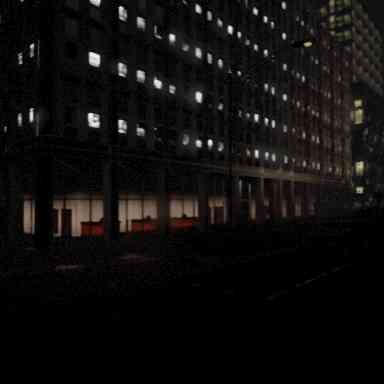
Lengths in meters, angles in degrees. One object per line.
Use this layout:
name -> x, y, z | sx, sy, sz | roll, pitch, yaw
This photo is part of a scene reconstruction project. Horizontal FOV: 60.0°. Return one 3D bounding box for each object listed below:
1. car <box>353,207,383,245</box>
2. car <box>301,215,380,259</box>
car -> 9.960, 1.772, 18.315 | 2.192, 1.841, 5.009 | -1, -2, 43
car -> 6.208, 1.914, 14.238 | 2.008, 1.369, 4.403 | -1, -2, 43
